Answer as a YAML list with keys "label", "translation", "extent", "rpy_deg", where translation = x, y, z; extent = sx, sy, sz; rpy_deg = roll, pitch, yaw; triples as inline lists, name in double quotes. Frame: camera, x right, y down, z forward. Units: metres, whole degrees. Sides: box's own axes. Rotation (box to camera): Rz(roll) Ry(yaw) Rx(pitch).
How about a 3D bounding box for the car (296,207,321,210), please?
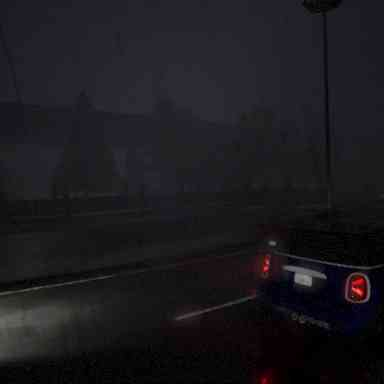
- label: "car"
  translation: [4.355, 1.253, 11.191]
  extent: [5.008, 1.535, 1.882]
  rpy_deg: [-3, 2, -36]

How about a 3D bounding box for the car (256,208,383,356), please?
- label: "car"
  translation: [3.381, 1.262, 6.184]
  extent: [4.553, 1.767, 2.097]
  rpy_deg: [-2, 1, -36]
